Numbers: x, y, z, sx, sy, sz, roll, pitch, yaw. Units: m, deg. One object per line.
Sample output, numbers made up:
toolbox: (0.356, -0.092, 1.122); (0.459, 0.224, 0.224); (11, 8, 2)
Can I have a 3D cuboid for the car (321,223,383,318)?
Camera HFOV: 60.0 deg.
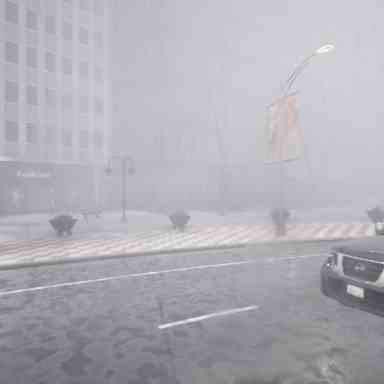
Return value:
car: (5.148, 1.220, 6.352); (5.566, 2.045, 2.150); (0, 0, -23)
